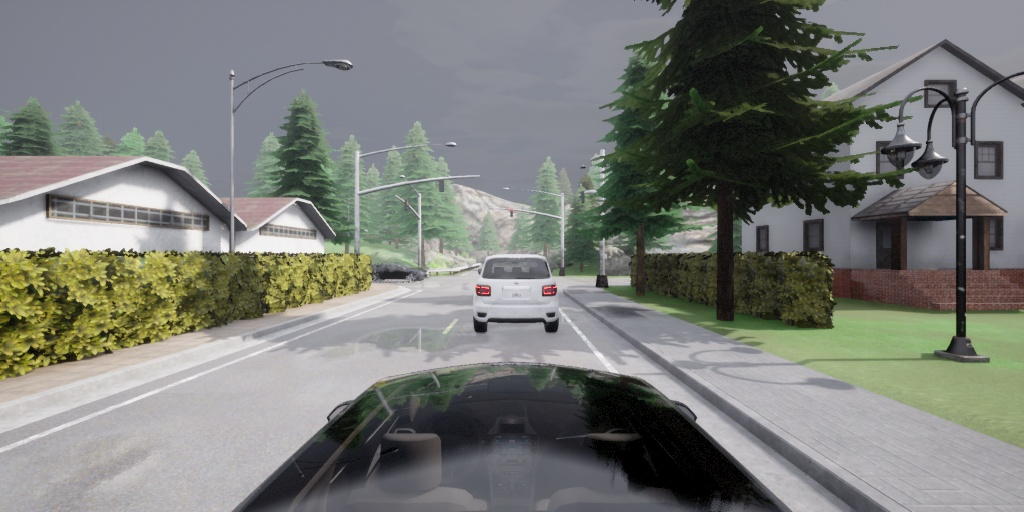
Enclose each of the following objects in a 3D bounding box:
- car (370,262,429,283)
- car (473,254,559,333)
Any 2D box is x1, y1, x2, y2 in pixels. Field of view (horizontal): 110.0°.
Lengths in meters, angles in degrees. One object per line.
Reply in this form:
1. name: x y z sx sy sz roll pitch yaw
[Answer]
1. car: -8.781 1.230 27.086 4.902 1.511 2.128 0 0 0
2. car: 0.106 0.971 10.912 2.150 2.045 5.566 0 0 0
